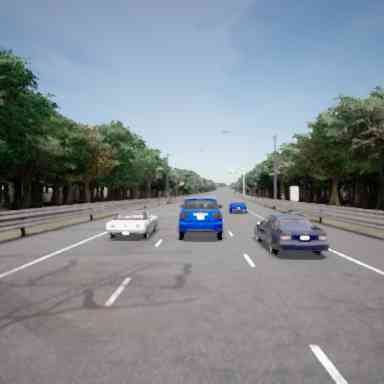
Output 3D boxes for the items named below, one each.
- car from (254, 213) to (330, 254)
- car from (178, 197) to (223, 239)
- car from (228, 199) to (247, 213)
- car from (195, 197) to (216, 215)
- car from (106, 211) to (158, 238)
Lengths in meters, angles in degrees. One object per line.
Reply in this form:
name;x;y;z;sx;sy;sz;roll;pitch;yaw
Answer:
car;3.842;1.586;13.620;2.033;1.411;5.357;0;0;2
car;0.490;1.267;17.846;2.150;2.045;5.566;0;0;2
car;5.231;1.580;38.397;1.882;1.535;5.008;0;0;4
car;1.533;1.444;35.910;2.097;1.767;4.553;0;0;4
car;-3.016;1.642;17.785;1.895;1.301;4.718;0;0;2
